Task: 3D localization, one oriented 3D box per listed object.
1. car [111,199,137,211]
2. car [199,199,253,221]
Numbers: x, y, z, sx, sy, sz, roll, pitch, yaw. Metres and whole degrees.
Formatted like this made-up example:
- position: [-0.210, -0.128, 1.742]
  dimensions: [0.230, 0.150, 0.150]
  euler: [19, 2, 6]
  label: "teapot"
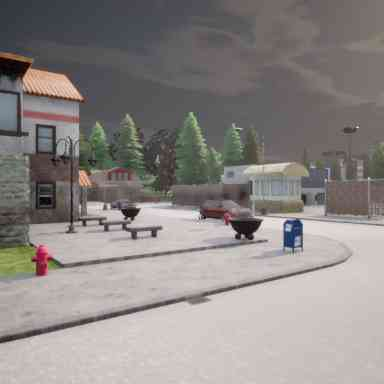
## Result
- position: [-8.416, 1.564, 40.823]
  dimensions: [1.994, 1.385, 4.181]
  euler: [0, 0, -35]
  label: "car"
- position: [2.527, 1.351, 25.363]
  dimensions: [2.097, 1.767, 4.553]
  euler: [0, 0, -36]
  label: "car"
